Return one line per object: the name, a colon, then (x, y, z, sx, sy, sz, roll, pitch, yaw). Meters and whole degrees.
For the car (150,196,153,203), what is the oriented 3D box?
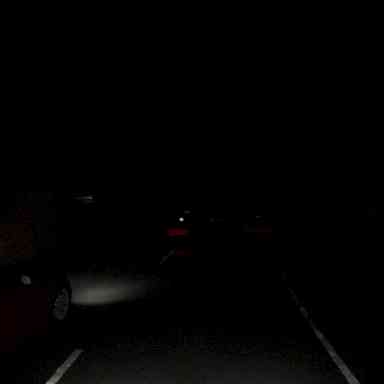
car: (-4.194, 0.910, 48.628, 2.150, 2.045, 5.566, 0, 0, 15)

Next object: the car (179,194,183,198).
car: (-0.907, 1.054, 47.387, 2.097, 1.767, 4.553, 0, 1, 15)

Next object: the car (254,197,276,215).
car: (7.255, 1.323, 32.707, 1.837, 1.490, 4.892, 0, 0, 15)

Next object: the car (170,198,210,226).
car: (-0.043, 1.367, 22.167, 1.837, 1.490, 4.892, 0, 0, 14)

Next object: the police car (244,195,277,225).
police car: (4.739, 1.295, 23.142, 1.930, 1.638, 5.238, 0, 0, 15)

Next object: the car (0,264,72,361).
car: (-3.115, 1.491, 3.937, 1.812, 1.442, 4.674, 0, 0, 3)

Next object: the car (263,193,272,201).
car: (16.379, 1.051, 71.933, 1.812, 1.442, 4.674, 0, 0, 15)

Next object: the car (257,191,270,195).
car: (12.334, 0.907, 56.628, 2.150, 2.045, 5.566, 0, 0, 15)
